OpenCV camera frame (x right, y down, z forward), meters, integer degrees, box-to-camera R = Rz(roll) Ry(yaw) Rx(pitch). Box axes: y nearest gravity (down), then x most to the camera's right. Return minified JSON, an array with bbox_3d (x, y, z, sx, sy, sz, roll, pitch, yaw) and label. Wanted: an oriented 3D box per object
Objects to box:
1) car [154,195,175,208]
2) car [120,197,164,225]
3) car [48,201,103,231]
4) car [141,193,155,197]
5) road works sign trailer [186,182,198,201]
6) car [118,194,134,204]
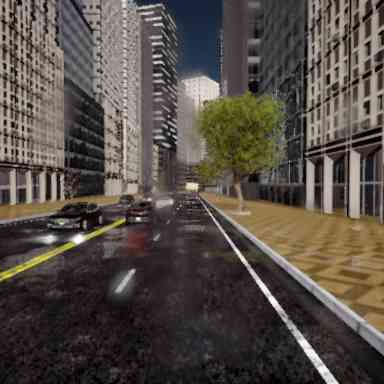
[{"bbox_3d":[-3.135,1.245,40.466,1.895,1.301,4.718,0,1,0],"label":"car"},{"bbox_3d":[-3.168,1.311,22.132,1.837,1.490,4.892,0,1,0],"label":"car"},{"bbox_3d":[-6.526,1.335,19.135,1.837,1.490,4.892,0,0,1],"label":"car"},{"bbox_3d":[-6.524,0.910,50.403,2.097,1.767,4.553,0,0,0],"label":"car"},{"bbox_3d":[0.064,-0.128,65.729,2.380,3.560,2.880,0,0,0],"label":"road works sign trailer"},{"bbox_3d":[-9.777,1.063,50.203,1.837,1.490,4.892,0,1,0],"label":"car"}]
